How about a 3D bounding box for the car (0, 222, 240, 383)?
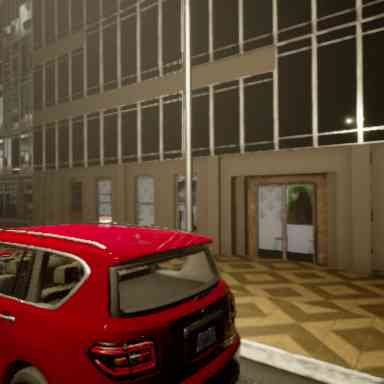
[{"bbox_3d":[-1.823,1.318,4.187,5.009,1.841,2.192,0,-1,35],"label":"car"}]
